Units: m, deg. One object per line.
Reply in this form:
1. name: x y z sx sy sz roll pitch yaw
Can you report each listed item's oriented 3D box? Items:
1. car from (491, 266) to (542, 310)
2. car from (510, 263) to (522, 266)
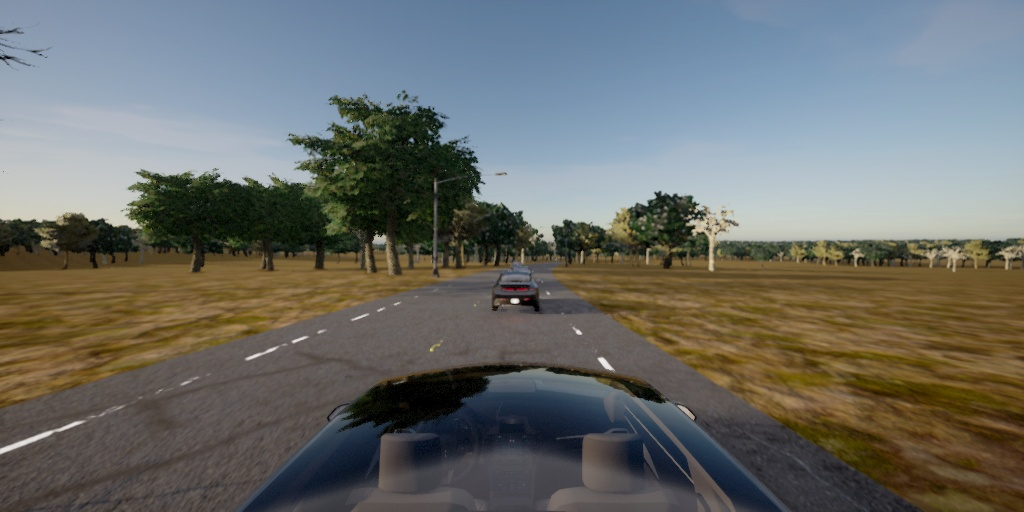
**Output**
1. car: 0.196 1.368 15.270 1.837 1.490 4.892 0 0 2
2. car: 0.751 1.523 29.213 2.033 1.411 5.357 0 0 4
